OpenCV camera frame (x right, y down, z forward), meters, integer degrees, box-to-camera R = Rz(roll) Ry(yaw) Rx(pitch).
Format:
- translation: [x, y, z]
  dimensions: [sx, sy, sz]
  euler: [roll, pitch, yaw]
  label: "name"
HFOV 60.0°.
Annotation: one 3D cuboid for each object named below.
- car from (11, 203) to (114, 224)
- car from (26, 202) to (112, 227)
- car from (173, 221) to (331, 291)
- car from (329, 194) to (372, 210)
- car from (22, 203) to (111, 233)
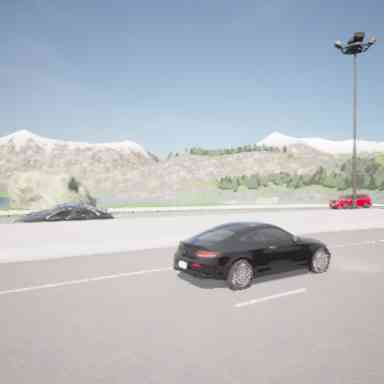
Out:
- translation: [-6.267, 1.460, 16.493]
  dimensions: [4.892, 1.490, 1.837]
  euler: [0, 0, -33]
  label: "car"
- translation: [-8.566, 1.485, 23.392]
  dimensions: [5.357, 1.411, 2.033]
  euler: [0, 0, -33]
  label: "car"
- translation: [1.719, 1.516, 8.954]
  dimensions: [4.674, 1.442, 1.812]
  euler: [0, 0, -33]
  label: "car"
- translation: [19.854, 1.220, 41.647]
  dimensions: [5.566, 2.045, 2.150]
  euler: [0, 0, -21]
  label: "car"
- translation: [-7.443, 1.472, 19.904]
  dimensions: [4.674, 1.442, 1.812]
  euler: [0, 0, -33]
  label: "car"
